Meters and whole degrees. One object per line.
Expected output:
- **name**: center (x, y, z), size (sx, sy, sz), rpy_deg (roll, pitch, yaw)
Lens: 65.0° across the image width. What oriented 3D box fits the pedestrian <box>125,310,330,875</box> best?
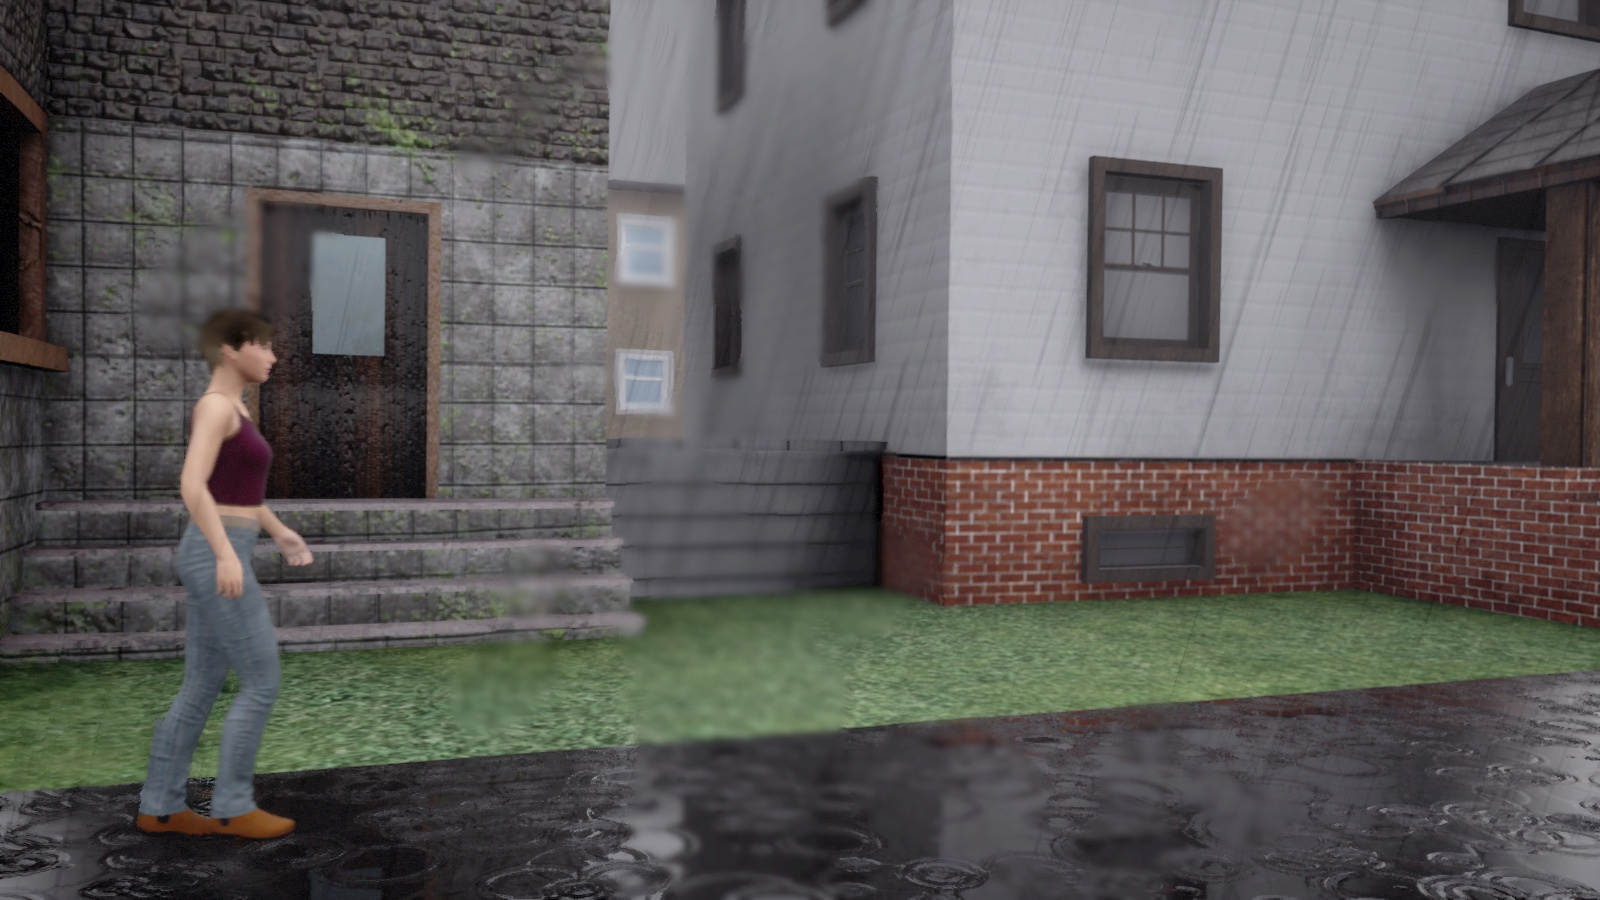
- **pedestrian**: center (-1.958, 0.459, 4.341), size (0.594, 1.836, 0.345), rpy_deg (-1, 1, -21)
